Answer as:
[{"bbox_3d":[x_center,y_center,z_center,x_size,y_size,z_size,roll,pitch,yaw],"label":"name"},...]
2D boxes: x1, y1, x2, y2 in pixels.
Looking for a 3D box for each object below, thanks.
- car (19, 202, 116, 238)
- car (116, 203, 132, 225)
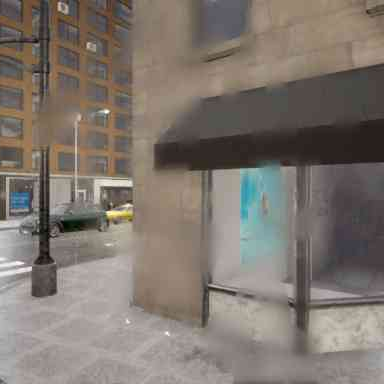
[{"bbox_3d":[-6.708,1.366,17.872,2.097,1.767,4.553,0,0,36],"label":"car"},{"bbox_3d":[-4.906,1.547,24.696,1.752,1.417,4.829,0,0,36],"label":"car"}]
